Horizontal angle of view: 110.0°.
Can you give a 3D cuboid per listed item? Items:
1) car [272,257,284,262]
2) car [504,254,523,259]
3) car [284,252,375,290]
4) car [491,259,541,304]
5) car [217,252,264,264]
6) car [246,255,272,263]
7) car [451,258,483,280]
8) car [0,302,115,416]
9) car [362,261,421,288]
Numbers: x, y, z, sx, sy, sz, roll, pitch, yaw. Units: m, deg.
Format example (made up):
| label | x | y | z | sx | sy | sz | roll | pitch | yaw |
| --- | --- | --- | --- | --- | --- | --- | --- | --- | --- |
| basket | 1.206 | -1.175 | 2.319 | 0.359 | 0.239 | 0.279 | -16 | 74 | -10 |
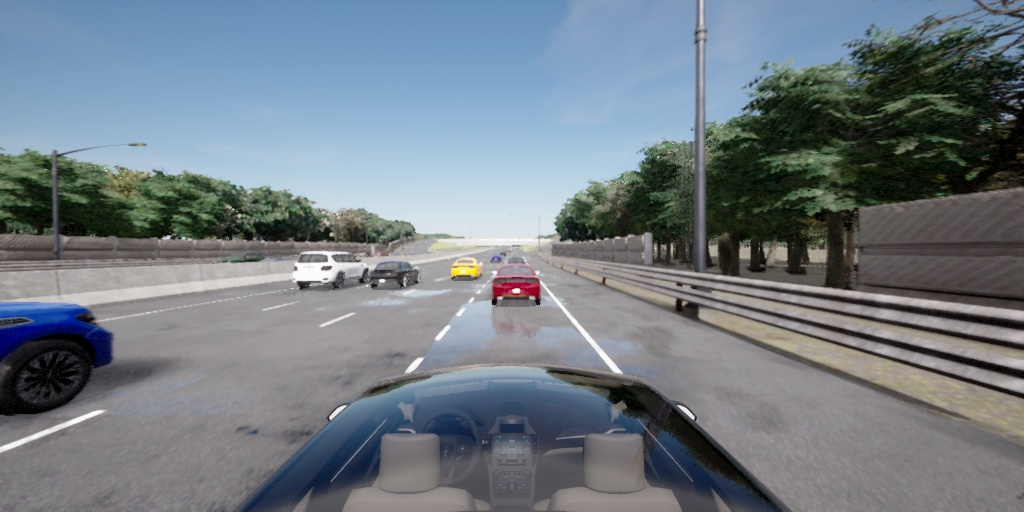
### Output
| label | x | y | z | sx | sy | sz | roll | pitch | yaw |
| --- | --- | --- | --- | --- | --- | --- | --- | --- | --- |
| car | -24.260 | 0.838 | 40.491 | 1.837 | 1.490 | 4.892 | 0 | 1 | 1 |
| car | 0.338 | 0.841 | 33.592 | 1.837 | 1.490 | 4.892 | 0 | 1 | 1 |
| car | -10.287 | 0.761 | 20.866 | 2.150 | 2.045 | 5.566 | 0 | 1 | 0 |
| car | 0.171 | 1.053 | 15.216 | 1.882 | 1.535 | 5.008 | 0 | 1 | 0 |
| car | -31.239 | 0.564 | 41.775 | 2.150 | 2.045 | 5.566 | 0 | 1 | 1 |
| car | -27.740 | 0.877 | 41.849 | 2.033 | 1.411 | 5.357 | 0 | 1 | 1 |
| car | -3.329 | 0.911 | 27.174 | 1.882 | 1.535 | 5.008 | 0 | 1 | 1 |
| car | -6.905 | 0.983 | 2.795 | 2.150 | 2.045 | 5.566 | 0 | 1 | 0 |
| car | -6.783 | 1.028 | 21.197 | 1.837 | 1.490 | 4.892 | 0 | 1 | 0 |
